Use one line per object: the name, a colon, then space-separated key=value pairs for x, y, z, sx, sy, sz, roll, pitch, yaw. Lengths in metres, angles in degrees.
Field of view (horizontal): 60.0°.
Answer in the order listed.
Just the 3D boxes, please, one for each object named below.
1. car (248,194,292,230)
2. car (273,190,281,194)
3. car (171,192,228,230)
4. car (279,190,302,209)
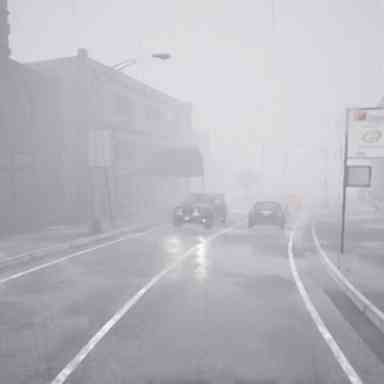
car: x=4.938 y=1.257 z=21.041 sx=2.097 sy=1.767 sz=4.553 roll=2 pitch=1 yaw=19
car: x=15.510 y=0.400 z=59.067 sx=2.097 sy=1.767 sz=4.553 roll=2 pitch=2 yaw=22
car: x=0.659 y=1.024 z=20.260 sx=2.150 sy=2.045 sz=5.566 roll=2 pitch=1 yaw=20
car: x=12.135 y=0.973 z=40.160 sx=2.097 sy=1.767 sz=4.553 roll=2 pitch=2 yaw=21
